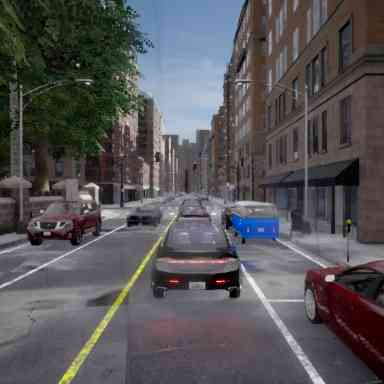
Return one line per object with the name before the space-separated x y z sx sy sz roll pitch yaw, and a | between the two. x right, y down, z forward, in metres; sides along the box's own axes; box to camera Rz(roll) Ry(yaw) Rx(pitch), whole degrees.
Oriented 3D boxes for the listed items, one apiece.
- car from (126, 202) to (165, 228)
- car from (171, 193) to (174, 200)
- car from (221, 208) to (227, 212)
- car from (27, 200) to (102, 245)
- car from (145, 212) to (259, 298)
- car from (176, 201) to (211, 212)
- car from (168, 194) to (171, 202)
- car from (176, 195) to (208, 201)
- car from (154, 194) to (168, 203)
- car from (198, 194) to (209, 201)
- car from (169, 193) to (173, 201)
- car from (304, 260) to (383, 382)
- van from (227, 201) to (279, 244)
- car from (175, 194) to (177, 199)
car | -3.047 1.592 22.053 1.895 1.301 4.718 0 0 1
car | -5.694 1.491 75.574 1.887 1.381 4.507 0 0 0
car | 2.848 1.557 21.236 1.947 1.339 4.313 0 0 0
car | -5.675 1.310 15.533 2.192 1.841 5.009 0 0 0
car | 0.097 1.490 8.476 2.128 1.511 4.902 0 0 0
car | 0.092 1.485 18.415 2.128 1.511 4.902 0 0 0
car | -5.691 1.502 64.672 2.008 1.369 4.403 0 0 0
car | -0.010 1.338 27.592 2.097 1.767 4.553 0 0 0
car | -5.689 1.480 59.051 1.752 1.417 4.829 0 0 0
car | 2.830 1.386 75.612 1.967 1.590 4.097 0 0 0
car | -5.693 1.493 70.123 1.887 1.381 4.507 0 0 0
car | 2.853 1.544 4.254 1.887 1.381 4.507 0 0 0
van | 2.849 1.336 15.575 1.690 1.788 3.998 0 0 0
car | -5.698 1.496 86.475 2.008 1.369 4.403 0 0 0
